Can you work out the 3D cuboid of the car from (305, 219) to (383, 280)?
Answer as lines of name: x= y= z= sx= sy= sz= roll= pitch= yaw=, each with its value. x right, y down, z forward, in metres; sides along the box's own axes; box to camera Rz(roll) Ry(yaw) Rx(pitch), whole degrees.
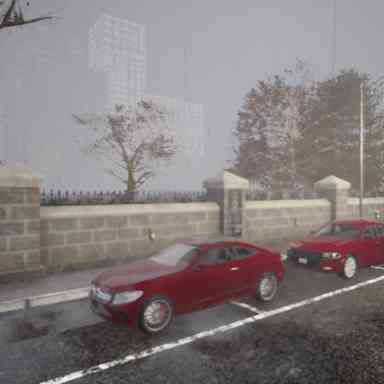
car: x=4.707 y=1.529 z=9.931 sx=4.507 sy=1.381 sz=1.887 roll=0 pitch=0 yaw=-36

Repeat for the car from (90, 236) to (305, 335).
car: x=0.131 y=1.578 z=6.655 sx=4.206 sy=1.307 sz=1.802 roll=0 pitch=0 yaw=-36
